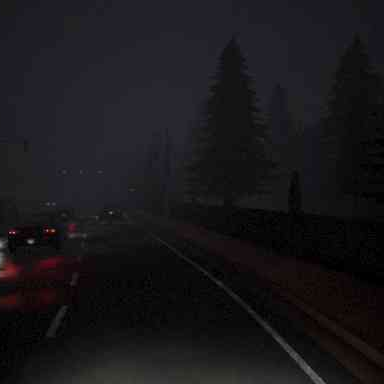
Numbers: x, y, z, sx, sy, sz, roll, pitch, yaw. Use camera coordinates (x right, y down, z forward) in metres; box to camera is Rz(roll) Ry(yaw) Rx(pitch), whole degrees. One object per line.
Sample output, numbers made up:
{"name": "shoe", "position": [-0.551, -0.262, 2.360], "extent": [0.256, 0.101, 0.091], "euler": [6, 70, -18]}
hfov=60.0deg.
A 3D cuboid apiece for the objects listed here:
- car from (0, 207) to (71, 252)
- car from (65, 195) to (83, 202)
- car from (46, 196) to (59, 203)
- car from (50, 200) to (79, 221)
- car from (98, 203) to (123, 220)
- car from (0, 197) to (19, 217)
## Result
{"name": "car", "position": [-6.482, 1.603, 14.304], "extent": [1.812, 1.442, 4.674], "euler": [0, 0, -16]}
{"name": "car", "position": [-31.803, 1.921, 89.610], "extent": [1.837, 1.490, 4.892], "euler": [0, 0, -39]}
{"name": "car", "position": [-34.236, 2.016, 80.799], "extent": [1.895, 1.301, 4.718], "euler": [0, 0, -28]}
{"name": "car", "position": [-10.938, 1.666, 28.617], "extent": [1.812, 1.442, 4.674], "euler": [0, 0, -19]}
{"name": "car", "position": [-7.189, 1.679, 29.194], "extent": [1.994, 1.385, 4.181], "euler": [0, 0, -16]}
{"name": "car", "position": [-11.716, 1.350, 19.451], "extent": [2.150, 2.045, 5.566], "euler": [0, 0, -16]}
